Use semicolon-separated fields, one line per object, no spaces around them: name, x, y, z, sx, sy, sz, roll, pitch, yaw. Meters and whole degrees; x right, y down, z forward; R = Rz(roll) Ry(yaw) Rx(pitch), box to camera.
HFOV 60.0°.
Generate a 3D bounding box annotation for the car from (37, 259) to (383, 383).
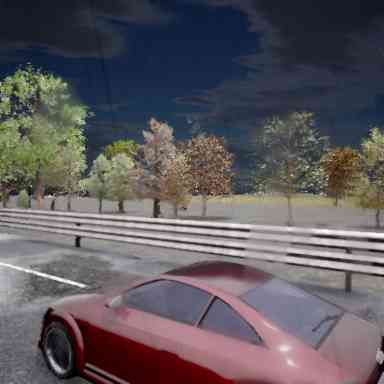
car;-0.011;1.560;4.030;4.181;1.385;1.994;0;0;36
